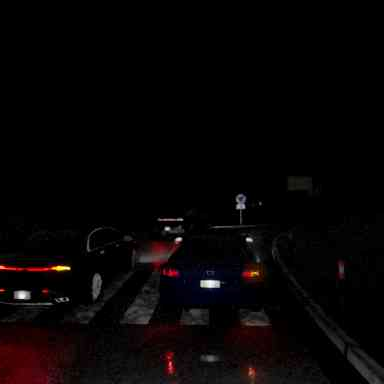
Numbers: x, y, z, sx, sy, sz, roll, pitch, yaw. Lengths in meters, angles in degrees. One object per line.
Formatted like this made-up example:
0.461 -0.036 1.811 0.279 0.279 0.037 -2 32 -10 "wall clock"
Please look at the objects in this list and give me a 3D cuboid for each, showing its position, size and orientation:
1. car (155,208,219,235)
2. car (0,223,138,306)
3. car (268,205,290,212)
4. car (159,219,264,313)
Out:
-0.337 1.672 18.614 2.128 1.511 4.902 -2 -3 21 "car"
-2.698 1.526 8.134 1.837 1.490 4.892 0 0 5 "car"
19.079 3.759 73.234 4.553 1.767 2.097 -4 -6 41 "car"
0.502 1.562 7.782 1.994 1.385 4.181 0 0 5 "car"
